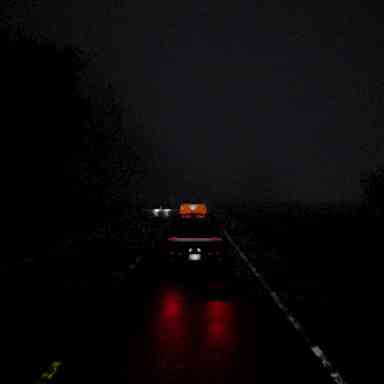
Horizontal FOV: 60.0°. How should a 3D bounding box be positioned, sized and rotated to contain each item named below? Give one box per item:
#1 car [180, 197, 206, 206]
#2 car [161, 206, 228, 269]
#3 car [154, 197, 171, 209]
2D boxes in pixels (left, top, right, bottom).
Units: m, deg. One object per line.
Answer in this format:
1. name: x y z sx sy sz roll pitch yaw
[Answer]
1. car: 0.080 1.203 26.760 2.097 1.767 4.553 0 0 0
2. car: 0.082 1.431 10.910 2.128 1.511 4.902 0 0 0
3. car: -3.599 1.315 41.249 2.033 1.411 5.357 0 0 0
